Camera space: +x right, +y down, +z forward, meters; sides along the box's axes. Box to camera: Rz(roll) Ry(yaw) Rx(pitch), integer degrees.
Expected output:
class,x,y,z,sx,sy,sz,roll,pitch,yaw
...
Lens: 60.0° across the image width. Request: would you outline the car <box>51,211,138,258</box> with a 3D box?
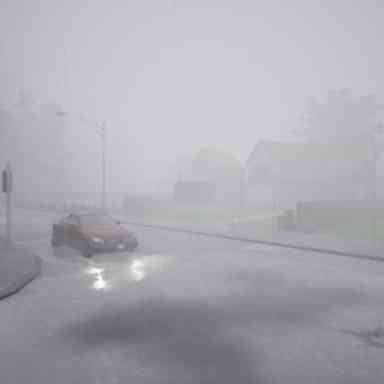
class,x,y,z,sx,sy,sz,roll,pitch,yaw
car,-3.885,1.502,12.735,1.812,1.442,4.674,0,1,-41
